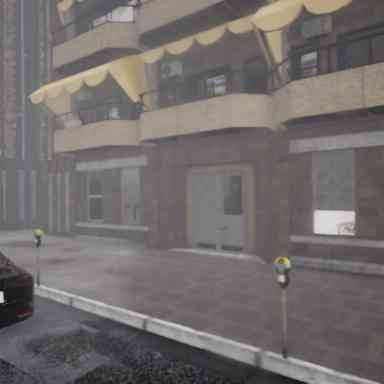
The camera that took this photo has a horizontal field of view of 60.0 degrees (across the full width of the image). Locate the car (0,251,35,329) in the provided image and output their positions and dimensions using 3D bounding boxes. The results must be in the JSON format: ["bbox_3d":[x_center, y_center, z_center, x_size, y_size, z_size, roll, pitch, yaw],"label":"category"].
[{"bbox_3d":[-4.552,1.585,5.979,4.313,1.339,1.947,0,-1,36],"label":"car"}]
